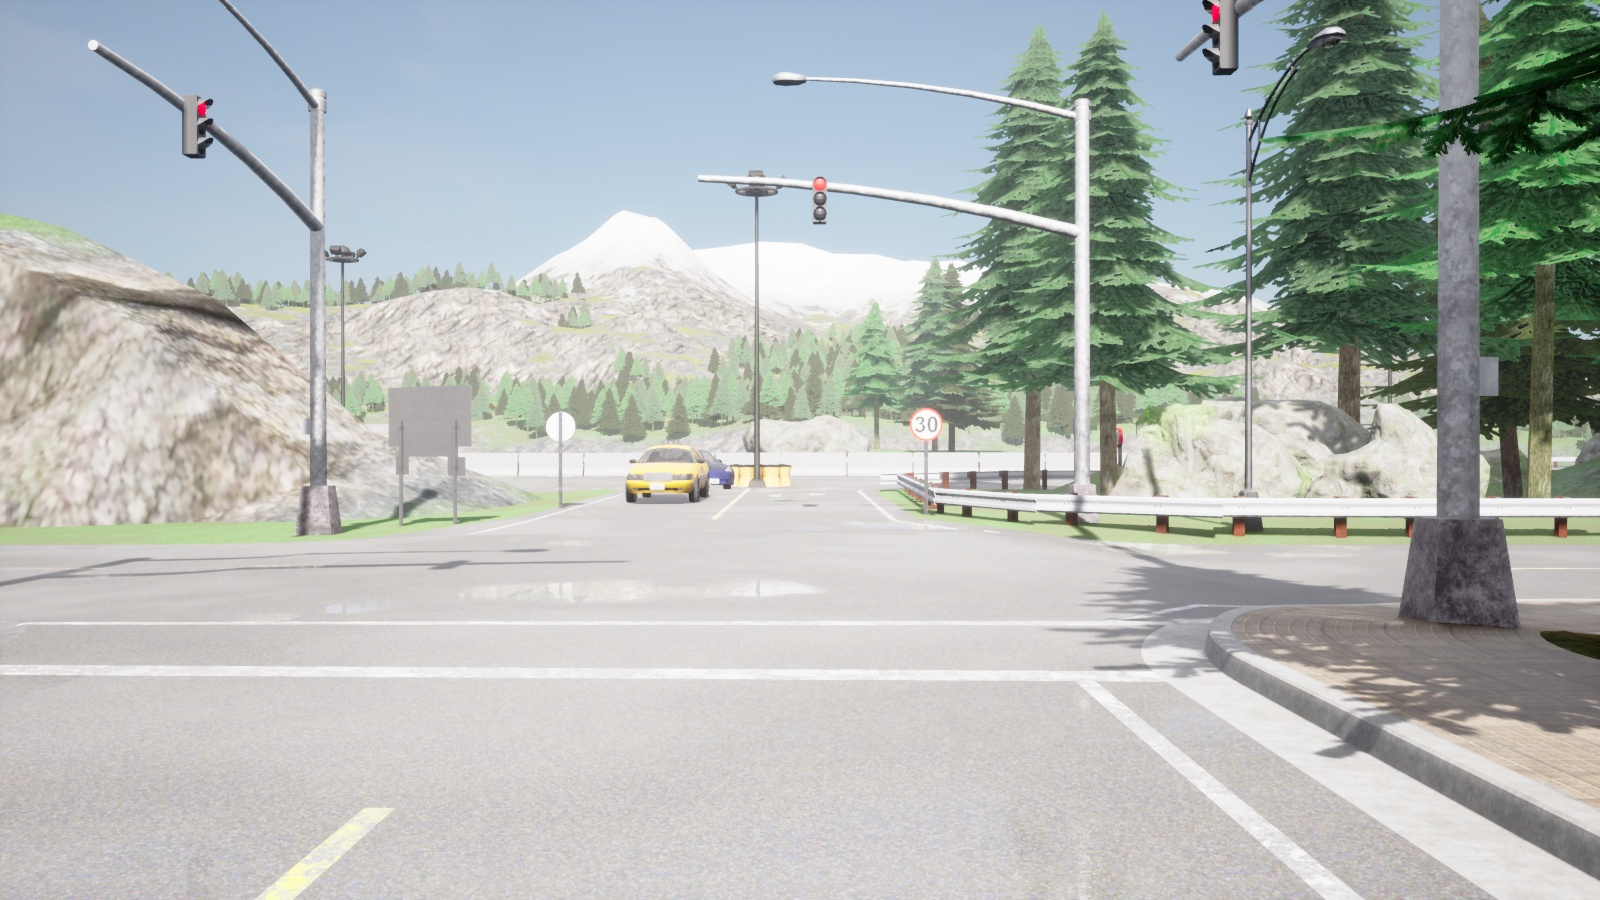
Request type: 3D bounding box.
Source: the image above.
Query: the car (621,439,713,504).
[{"bbox_3d":[-3.409,0.496,33.031,1.801,1.575,5.366,0,0,1],"label":"car"}]

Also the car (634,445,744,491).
[{"bbox_3d":[-3.951,0.660,43.760,2.163,1.488,4.792,1,-2,-27],"label":"car"}]
